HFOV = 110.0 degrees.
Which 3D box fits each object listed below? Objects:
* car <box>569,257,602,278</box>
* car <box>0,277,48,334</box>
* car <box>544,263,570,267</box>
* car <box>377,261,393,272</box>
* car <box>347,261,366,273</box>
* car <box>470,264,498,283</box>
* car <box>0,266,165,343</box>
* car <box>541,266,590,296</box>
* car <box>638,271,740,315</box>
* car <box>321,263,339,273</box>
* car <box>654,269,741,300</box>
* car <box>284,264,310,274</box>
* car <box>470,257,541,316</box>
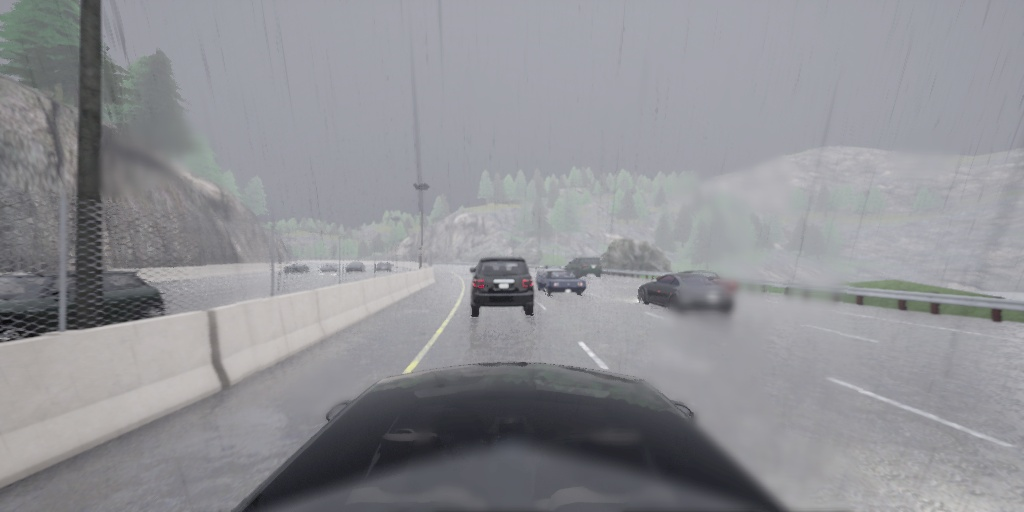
[{"bbox_3d":[7.215,1.150,36.505,2.150,2.045,5.566,0,0,-11],"label":"car"},{"bbox_3d":[-14.329,1.323,8.067,1.812,1.442,4.674,0,0,-3],"label":"car"},{"bbox_3d":[3.825,1.528,35.602,1.895,1.301,4.718,0,0,-10],"label":"car"},{"bbox_3d":[-18.130,1.524,51.199,2.128,1.511,4.902,0,-1,-17],"label":"car"},{"bbox_3d":[-20.894,1.495,48.183,1.882,1.535,5.008,0,0,-16],"label":"car"},{"bbox_3d":[-2.558,1.460,31.648,2.033,1.411,5.357,0,0,-10],"label":"car"},{"bbox_3d":[-10.849,1.147,8.201,2.097,1.767,4.553,0,0,-3],"label":"car"},{"bbox_3d":[2.547,1.446,19.955,1.895,1.301,4.718,0,0,-6],"label":"car"},{"bbox_3d":[6.542,1.373,13.925,1.994,1.385,4.181,0,0,-4],"label":"car"},{"bbox_3d":[-24.839,1.628,49.268,1.895,1.301,4.718,0,0,-17],"label":"car"},{"bbox_3d":[9.650,1.435,19.176,1.895,1.301,4.718,0,0,-5],"label":"car"},{"bbox_3d":[-27.521,1.613,45.977,1.895,1.301,4.718,0,0,-16],"label":"car"},{"bbox_3d":[-0.454,1.039,13.970,2.150,2.045,5.566,0,0,-4],"label":"car"}]
